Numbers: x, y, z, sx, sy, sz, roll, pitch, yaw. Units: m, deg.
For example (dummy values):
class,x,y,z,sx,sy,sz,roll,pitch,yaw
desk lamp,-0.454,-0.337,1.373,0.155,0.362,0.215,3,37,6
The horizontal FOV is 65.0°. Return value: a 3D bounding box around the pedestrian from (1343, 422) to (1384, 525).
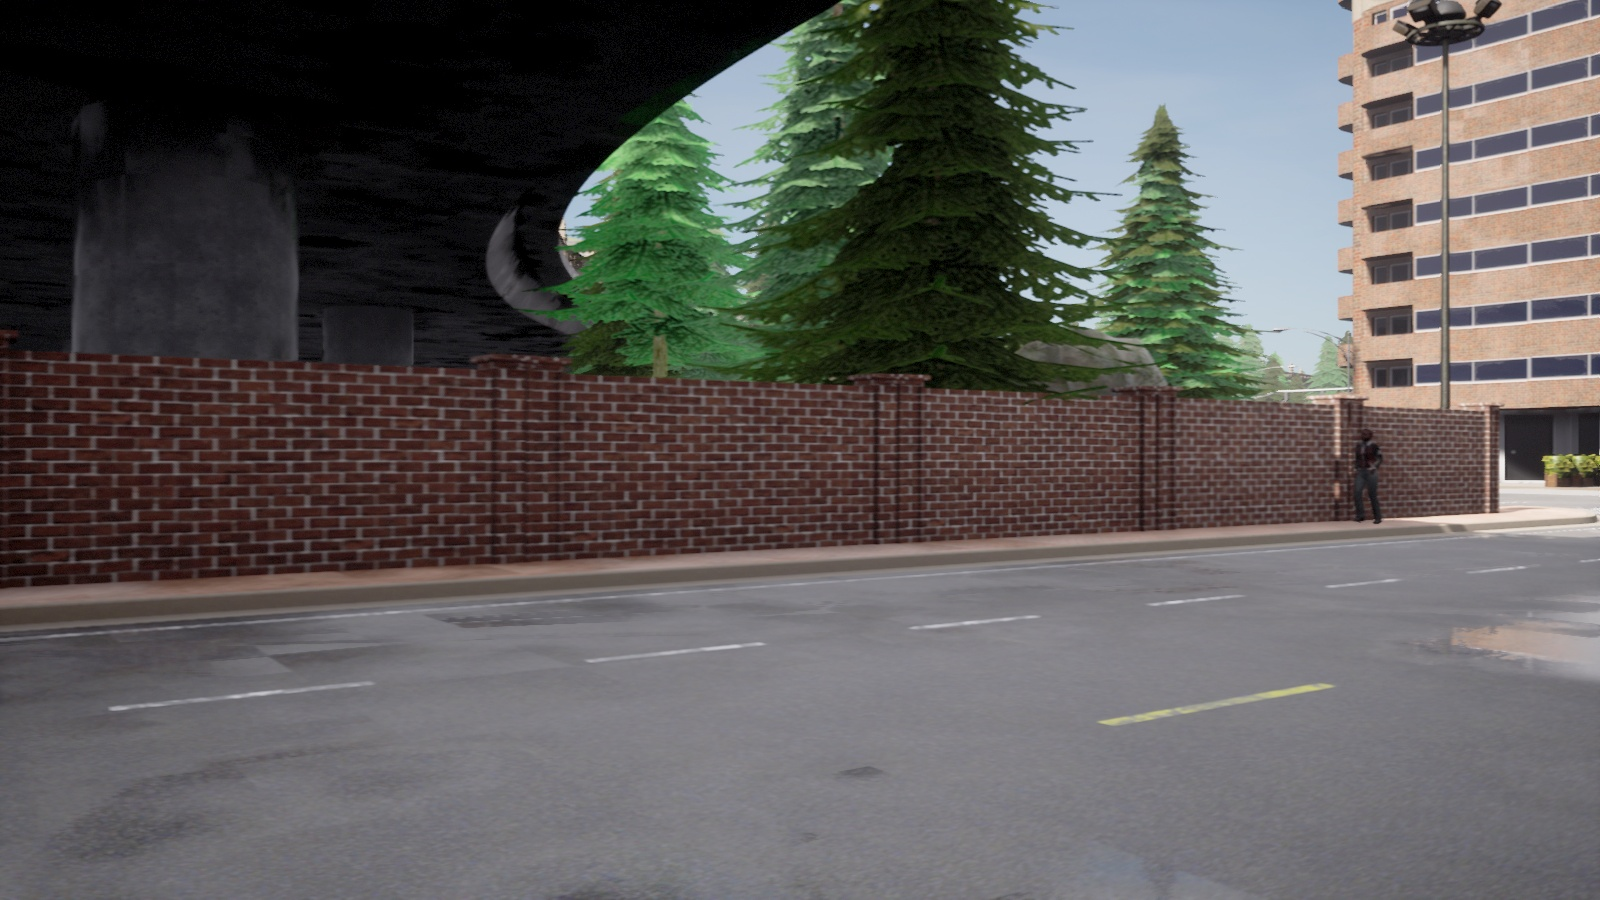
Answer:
class,x,y,z,sx,sy,sz,roll,pitch,yaw
pedestrian,10.726,0.439,23.893,0.666,1.930,0.402,0,0,-32
